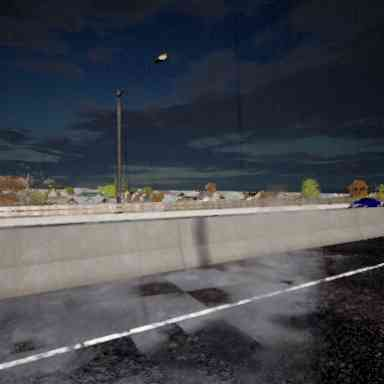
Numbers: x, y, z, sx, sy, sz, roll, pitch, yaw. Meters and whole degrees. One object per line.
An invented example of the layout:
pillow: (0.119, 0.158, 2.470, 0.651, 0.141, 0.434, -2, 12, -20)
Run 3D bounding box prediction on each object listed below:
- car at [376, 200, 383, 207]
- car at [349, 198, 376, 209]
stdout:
car: (22.758, 1.439, 36.817, 4.181, 1.385, 1.994, 0, 0, -34)
car: (20.719, 1.400, 39.664, 4.674, 1.442, 1.812, 0, 0, -34)
